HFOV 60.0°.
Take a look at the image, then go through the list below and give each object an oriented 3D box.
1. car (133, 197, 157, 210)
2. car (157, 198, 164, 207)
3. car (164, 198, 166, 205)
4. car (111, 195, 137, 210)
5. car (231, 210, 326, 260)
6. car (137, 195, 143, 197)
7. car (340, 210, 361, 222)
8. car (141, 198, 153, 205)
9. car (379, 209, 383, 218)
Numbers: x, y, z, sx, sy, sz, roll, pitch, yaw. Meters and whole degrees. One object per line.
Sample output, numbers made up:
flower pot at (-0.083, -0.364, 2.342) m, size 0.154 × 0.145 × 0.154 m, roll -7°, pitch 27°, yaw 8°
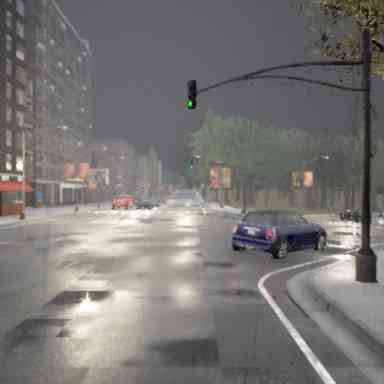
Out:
car at (-6.509, 1.765, 46.344) m, size 1.895 × 1.301 × 4.718 m, roll 0°, pitch 0°, yaw 1°
car at (-6.505, 1.746, 56.614) m, size 2.128 × 1.511 × 4.902 m, roll 0°, pitch 0°, yaw 1°
car at (-6.480, 1.931, 70.068) m, size 2.033 × 1.411 × 5.357 m, roll 0°, pitch -1°, yaw 0°
car at (-9.746, 1.391, 47.017) m, size 2.150 × 2.045 × 5.566 m, roll 0°, pitch 0°, yaw 1°
car at (3.680, 1.510, 13.588) m, size 4.553 × 1.767 × 2.097 m, roll 1°, pitch 2°, yaw -44°
car at (-9.737, 1.491, 58.280) m, size 2.150 × 2.045 × 5.566 m, roll 0°, pitch 0°, yaw 1°
car at (18.439, 2.641, 37.555) m, size 4.718 × 1.301 × 1.895 m, roll 3°, pitch -2°, yaw -45°
car at (-9.730, 1.952, 72.115) m, size 2.033 × 1.411 × 5.357 m, roll 0°, pitch -1°, yaw 0°
car at (28.073, 2.991, 47.166) m, size 4.902 × 1.511 × 2.128 m, roll 3°, pitch -2°, yaw -45°
